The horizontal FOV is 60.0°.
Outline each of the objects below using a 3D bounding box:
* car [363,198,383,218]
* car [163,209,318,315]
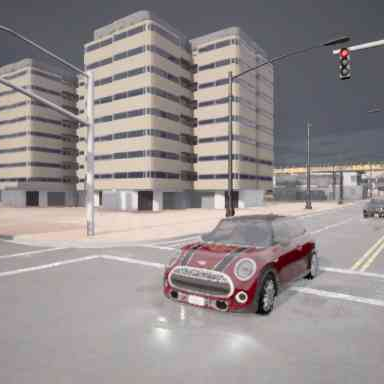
[{"bbox_3d":[16.283,1.343,28.884,2.097,1.767,4.553,0,0,35],"label":"car"},{"bbox_3d":[1.367,1.346,7.800,2.097,1.767,4.553,0,0,35],"label":"car"}]
